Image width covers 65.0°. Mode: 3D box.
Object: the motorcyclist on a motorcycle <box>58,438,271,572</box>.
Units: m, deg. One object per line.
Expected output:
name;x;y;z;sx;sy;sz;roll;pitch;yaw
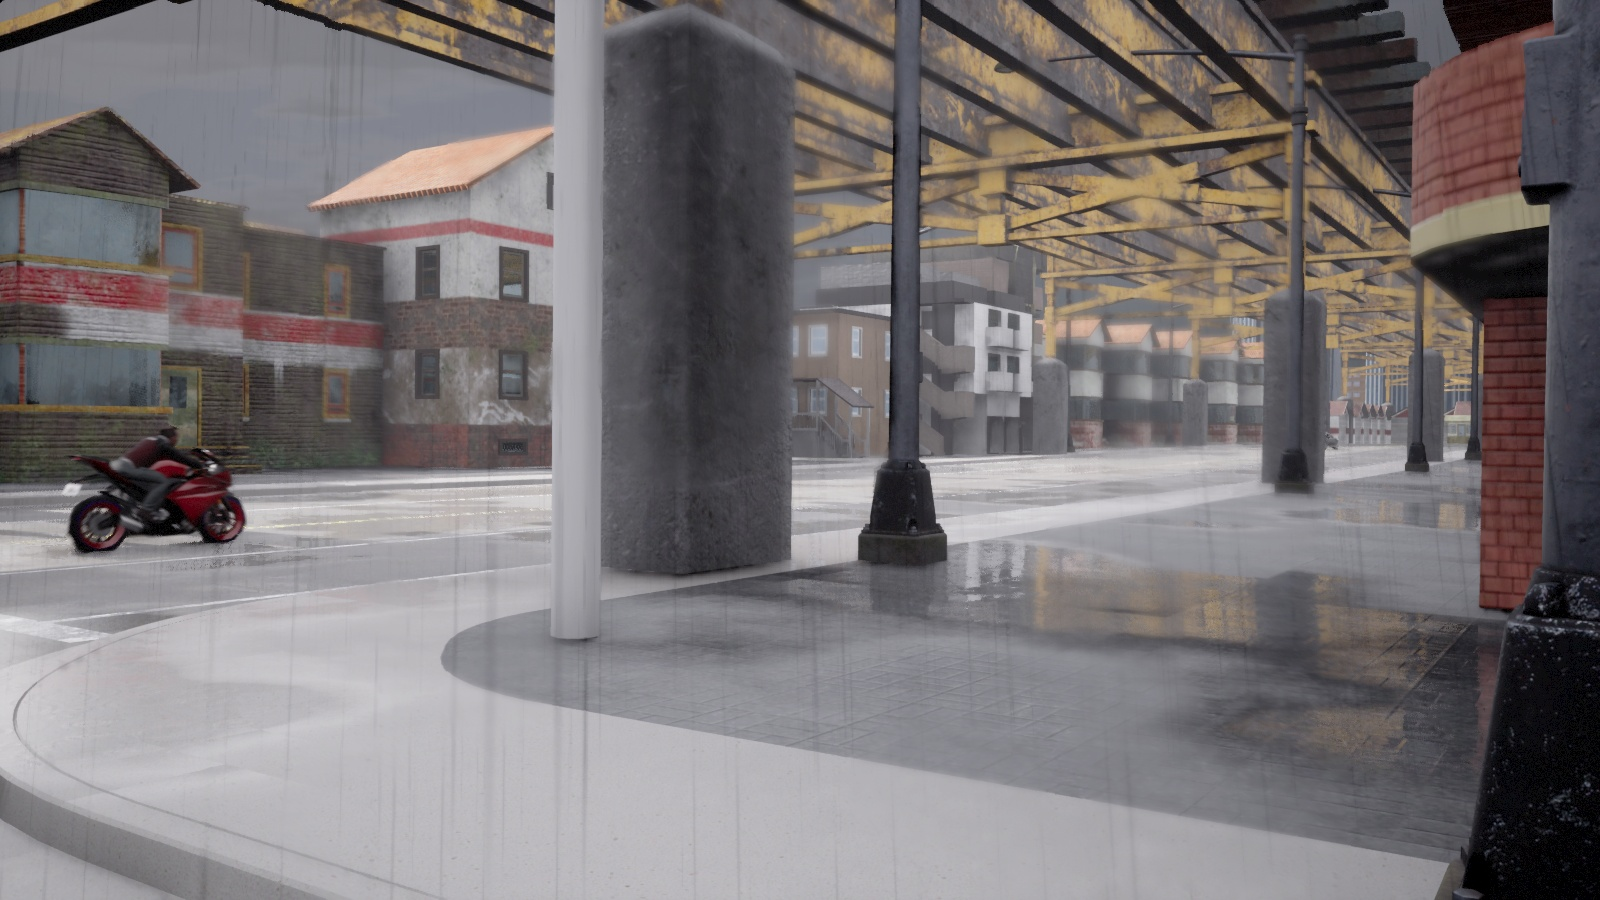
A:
motorcyclist on a motorcycle;-7.820;0.625;15.572;0.866;1.530;2.191;0;1;33

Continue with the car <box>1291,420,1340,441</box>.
car;36.325;-1.360;88.492;1.994;1.385;4.181;0;2;40
